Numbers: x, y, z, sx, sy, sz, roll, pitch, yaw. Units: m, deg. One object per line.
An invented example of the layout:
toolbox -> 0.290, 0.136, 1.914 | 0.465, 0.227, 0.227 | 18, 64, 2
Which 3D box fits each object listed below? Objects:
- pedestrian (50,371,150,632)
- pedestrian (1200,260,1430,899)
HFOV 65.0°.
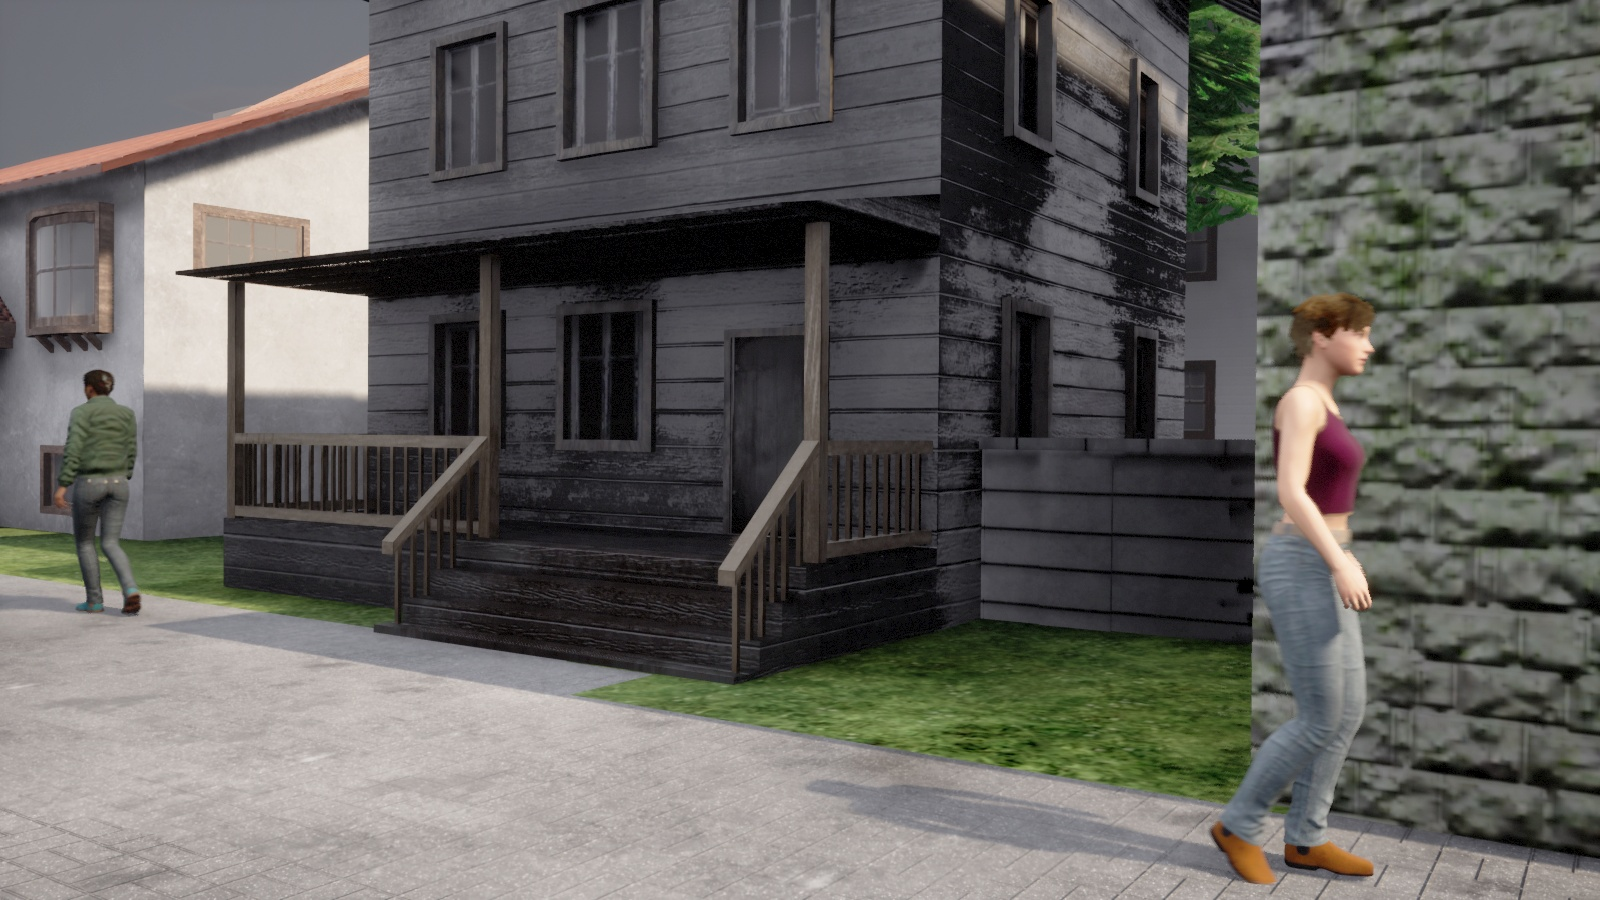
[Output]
pedestrian -> -5.129, 0.362, 9.199 | 0.614, 1.847, 0.353 | 0, 1, 31
pedestrian -> 1.603, 0.373, 3.913 | 0.594, 1.836, 0.345 | 0, 1, 35
